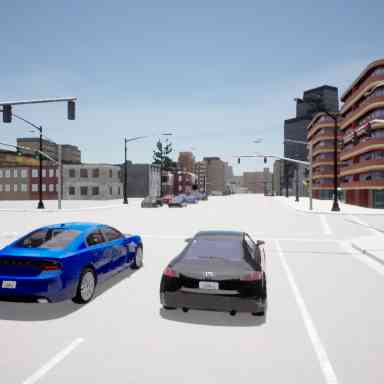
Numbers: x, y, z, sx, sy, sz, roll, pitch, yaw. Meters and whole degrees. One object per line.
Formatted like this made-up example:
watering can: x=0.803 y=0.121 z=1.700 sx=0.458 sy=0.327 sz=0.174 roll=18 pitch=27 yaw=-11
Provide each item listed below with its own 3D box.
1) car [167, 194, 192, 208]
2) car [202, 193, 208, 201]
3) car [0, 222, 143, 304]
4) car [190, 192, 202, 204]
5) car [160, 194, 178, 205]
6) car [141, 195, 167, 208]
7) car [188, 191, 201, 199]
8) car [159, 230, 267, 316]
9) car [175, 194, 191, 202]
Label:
car: x=-1.919 y=1.409 z=46.892 sx=2.033 sy=1.411 sz=5.357 roll=0 pitch=1 yaw=11
car: x=2.076 y=1.032 z=67.101 sx=1.837 sy=1.490 sz=4.892 roll=0 pitch=2 yaw=12
car: x=-2.747 y=1.478 z=8.289 sx=1.882 sy=1.535 sz=5.008 roll=0 pitch=0 yaw=11
car: x=-0.084 y=1.249 z=56.297 sx=1.812 sy=1.442 sz=4.674 roll=0 pitch=1 yaw=11
car: x=-3.793 y=1.226 z=55.481 sx=1.882 sy=1.535 sz=5.008 roll=0 pitch=1 yaw=11
car: x=-5.555 y=1.230 z=46.515 sx=2.097 sy=1.767 sz=4.553 roll=0 pitch=1 yaw=11
car: x=0.613 y=0.693 z=77.799 sx=2.097 sy=1.767 sz=4.553 roll=0 pitch=1 yaw=11
car: x=0.690 y=1.564 z=7.643 sx=1.994 sy=1.385 sz=4.181 roll=0 pitch=0 yaw=12
car: x=-1.783 y=1.115 z=65.636 sx=2.033 sy=1.411 sz=5.357 roll=0 pitch=1 yaw=11
